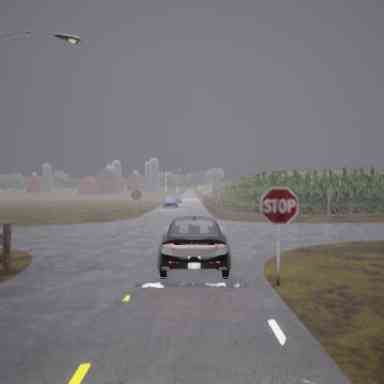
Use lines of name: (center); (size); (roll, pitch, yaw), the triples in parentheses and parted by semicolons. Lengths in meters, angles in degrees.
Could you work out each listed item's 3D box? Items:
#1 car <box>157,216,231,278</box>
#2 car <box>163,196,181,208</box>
car: (0.065, 1.471, 10.045); (2.128, 1.511, 4.902); (0, 0, 0)
car: (-2.856, 1.353, 44.662); (1.882, 1.535, 5.008); (0, 0, 0)
